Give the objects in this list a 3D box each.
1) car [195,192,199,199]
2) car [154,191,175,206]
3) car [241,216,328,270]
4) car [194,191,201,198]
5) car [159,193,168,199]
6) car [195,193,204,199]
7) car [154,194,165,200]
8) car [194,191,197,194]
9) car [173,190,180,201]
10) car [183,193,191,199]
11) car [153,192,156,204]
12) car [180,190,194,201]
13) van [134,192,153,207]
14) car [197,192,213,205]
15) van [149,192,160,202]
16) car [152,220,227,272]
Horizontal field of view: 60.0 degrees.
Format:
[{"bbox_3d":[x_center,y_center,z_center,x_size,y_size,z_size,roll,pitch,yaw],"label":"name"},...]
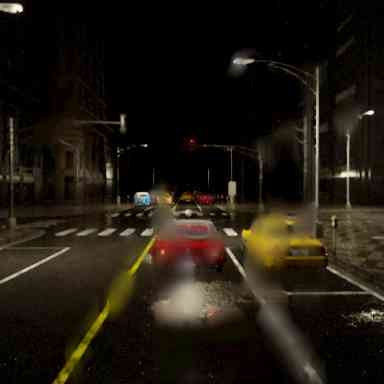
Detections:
[{"bbox_3d":[1.970,1.097,53.936,1.887,1.381,4.507,0,0,-1],"label":"car"},{"bbox_3d":[-3.783,1.087,46.898,1.882,1.535,5.008,0,1,-1],"label":"car"},{"bbox_3d":[2.621,1.433,10.494,1.752,1.417,4.829,0,0,-1],"label":"car"},{"bbox_3d":[1.884,1.054,59.461,1.887,1.381,4.507,0,0,-1],"label":"car"},{"bbox_3d":[-6.998,0.893,81.445,2.008,1.369,4.403,0,0,-1],"label":"car"},{"bbox_3d":[1.629,0.926,76.035,1.887,1.381,4.507,0,0,-1],"label":"car"},{"bbox_3d":[-6.832,1.009,70.397,1.802,1.307,4.206,0,0,-1],"label":"car"},{"bbox_3d":[1.797,0.991,65.155,1.752,1.417,4.829,0,0,-1],"label":"car"},{"bbox_3d":[-3.981,0.974,63.224,2.128,1.511,4.902,0,0,0],"label":"car"},{"bbox_3d":[-1.174,0.812,78.108,1.895,1.301,4.718,0,0,-1],"label":"car"},{"bbox_3d":[-6.499,1.143,48.300,1.887,1.381,4.507,0,0,-1],"label":"car"},{"bbox_3d":[-1.015,0.924,67.661,1.882,1.535,5.008,0,0,-1],"label":"car"},{"bbox_3d":[-6.417,0.984,42.774,1.690,1.788,3.998,0,0,-1],"label":"van"},{"bbox_3d":[2.055,1.140,48.412,1.887,1.381,4.507,0,0,-1],"label":"car"},{"bbox_3d":[-6.666,0.854,59.346,1.690,1.788,3.998,0,0,-1],"label":"van"},{"bbox_3d":[-0.086,1.510,10.414,1.895,1.301,4.718,0,0,0],"label":"car"}]
